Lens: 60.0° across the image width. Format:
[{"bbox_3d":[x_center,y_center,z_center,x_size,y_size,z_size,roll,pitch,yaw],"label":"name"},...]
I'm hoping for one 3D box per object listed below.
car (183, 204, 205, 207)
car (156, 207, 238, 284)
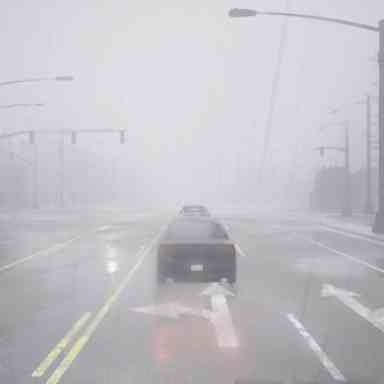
[{"bbox_3d":[0.131,1.449,19.927,2.033,1.411,5.357,0,0,-3],"label":"car"},{"bbox_3d":[0.098,1.417,9.428,1.882,1.535,5.008,0,0,0],"label":"car"}]
